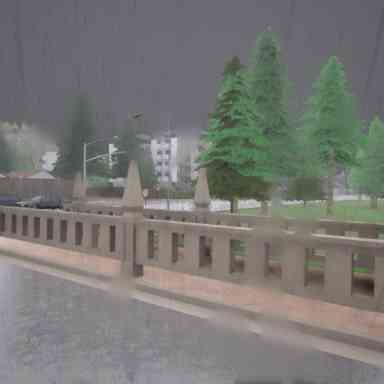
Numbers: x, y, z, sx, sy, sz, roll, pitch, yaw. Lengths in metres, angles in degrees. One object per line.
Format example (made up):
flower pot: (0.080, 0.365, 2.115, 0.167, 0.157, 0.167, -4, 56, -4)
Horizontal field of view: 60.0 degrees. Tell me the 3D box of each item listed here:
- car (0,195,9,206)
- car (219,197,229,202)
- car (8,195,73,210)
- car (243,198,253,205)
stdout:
car: (-17.843, 0.973, 31.726, 2.033, 1.411, 5.357, 1, 1, 37)
car: (6.253, 1.178, 51.747, 1.895, 1.301, 4.718, 1, 1, 38)
car: (-13.788, 1.040, 31.266, 2.033, 1.411, 5.357, 1, 1, 38)
car: (9.149, 1.135, 49.770, 2.128, 1.511, 4.902, 1, 1, 38)
